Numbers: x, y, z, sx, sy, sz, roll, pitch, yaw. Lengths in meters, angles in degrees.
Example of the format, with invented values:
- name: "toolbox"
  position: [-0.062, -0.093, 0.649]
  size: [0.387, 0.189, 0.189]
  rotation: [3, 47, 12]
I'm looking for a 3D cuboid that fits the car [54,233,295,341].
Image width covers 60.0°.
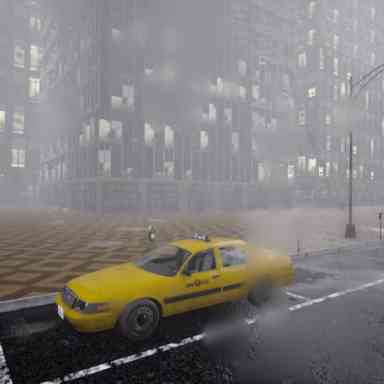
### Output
- name: "car"
  position: [-0.038, 1.525, 6.484]
  size: [4.829, 1.417, 1.752]
  rotation: [0, 1, -35]
